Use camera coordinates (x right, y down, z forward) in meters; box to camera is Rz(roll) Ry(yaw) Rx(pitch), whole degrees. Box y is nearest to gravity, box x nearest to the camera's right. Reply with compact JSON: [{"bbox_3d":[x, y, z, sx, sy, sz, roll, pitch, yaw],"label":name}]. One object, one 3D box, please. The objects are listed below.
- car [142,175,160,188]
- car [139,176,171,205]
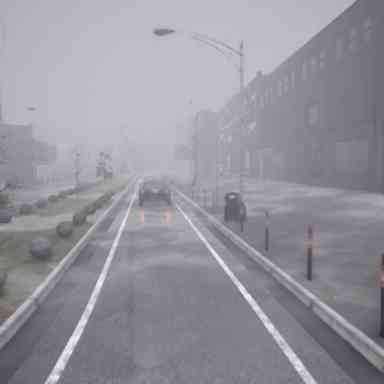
[{"bbox_3d":[-5.068,-1.340,41.220,2.033,1.411,5.357,-1,5,-8],"label":"car"},{"bbox_3d":[-2.668,-0.159,23.600,2.097,1.767,4.553,-1,5,-8],"label":"car"}]
